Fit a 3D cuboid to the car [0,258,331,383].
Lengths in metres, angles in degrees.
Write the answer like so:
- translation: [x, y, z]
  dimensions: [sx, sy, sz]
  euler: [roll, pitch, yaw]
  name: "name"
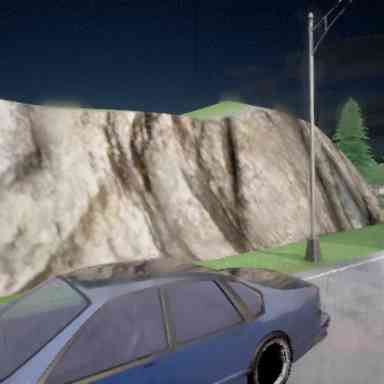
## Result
- translation: [-0.737, 1.523, 3.480]
  dimensions: [5.357, 1.411, 2.033]
  euler: [-1, 1, -36]
  name: "car"
